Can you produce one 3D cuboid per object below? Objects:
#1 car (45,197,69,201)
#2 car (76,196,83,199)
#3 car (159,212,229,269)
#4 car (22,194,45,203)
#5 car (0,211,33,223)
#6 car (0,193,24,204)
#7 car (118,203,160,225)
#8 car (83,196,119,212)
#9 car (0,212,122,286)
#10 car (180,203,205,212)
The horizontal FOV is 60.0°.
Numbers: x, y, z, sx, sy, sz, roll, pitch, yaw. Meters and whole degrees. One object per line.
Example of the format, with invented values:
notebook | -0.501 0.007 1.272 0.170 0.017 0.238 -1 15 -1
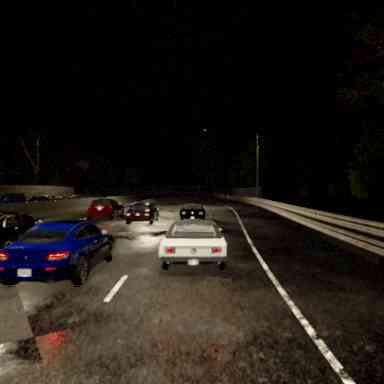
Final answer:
car | -21.071 1.481 53.029 1.895 1.301 4.718 0 0 1
car | -17.576 1.371 53.740 2.128 1.511 4.902 0 0 0
car | 0.058 1.570 11.022 1.895 1.301 4.718 0 0 0
car | -24.571 1.383 53.150 1.837 1.490 4.892 0 0 0
car | -6.933 1.470 12.446 1.837 1.490 4.892 0 0 0
car | -28.069 1.102 51.767 2.150 2.045 5.566 0 0 0
car | -3.464 1.484 23.755 2.033 1.411 5.357 0 0 0
car | -6.942 1.279 27.172 2.097 1.767 4.553 0 0 0
car | -3.454 1.499 9.198 1.812 1.442 4.674 0 0 0
car | 0.051 1.533 26.024 1.895 1.301 4.718 0 0 0
